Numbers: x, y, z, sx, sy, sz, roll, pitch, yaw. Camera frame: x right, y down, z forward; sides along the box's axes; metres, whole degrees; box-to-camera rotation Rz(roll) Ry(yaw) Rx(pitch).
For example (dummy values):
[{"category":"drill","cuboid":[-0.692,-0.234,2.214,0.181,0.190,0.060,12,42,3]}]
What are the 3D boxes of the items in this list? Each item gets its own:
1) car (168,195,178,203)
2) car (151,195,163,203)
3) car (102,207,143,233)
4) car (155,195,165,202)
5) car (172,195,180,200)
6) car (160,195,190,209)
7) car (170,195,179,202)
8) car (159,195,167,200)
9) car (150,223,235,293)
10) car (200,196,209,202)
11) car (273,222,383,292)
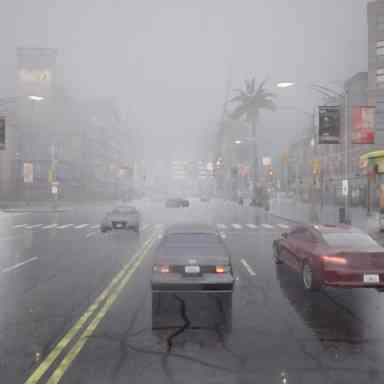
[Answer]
[{"category":"car","cuboid":[-4.148,1.478,71.718,1.882,1.535,5.008,0,0,-1]},{"category":"car","cuboid":[-7.643,1.524,71.178,1.812,1.442,4.674,0,0,-1]},{"category":"car","cuboid":[-3.913,1.564,19.331,1.994,1.385,4.181,0,0,-4]},{"category":"car","cuboid":[-7.727,1.478,80.297,1.882,1.535,5.008,0,0,-1]},{"category":"car","cuboid":[-4.326,1.500,90.963,1.837,1.490,4.892,0,0,-1]},{"category":"car","cuboid":[-1.889,1.491,45.730,2.128,1.511,4.902,0,0,24]},{"category":"car","cuboid":[-4.232,1.524,80.913,1.812,1.442,4.674,0,0,-1]},{"category":"car","cuboid":[-7.824,1.595,90.598,1.895,1.301,4.718,0,0,-1]},{"category":"car","cuboid":[-0.001,1.547,8.961,2.033,1.411,5.357,0,0,0]},{"category":"car","cuboid":[2.850,1.524,73.574,1.812,1.442,4.674,0,0,-1]},{"category":"car","cuboid":[3.498,1.526,8.805,1.812,1.442,4.674,0,0,0]}]
